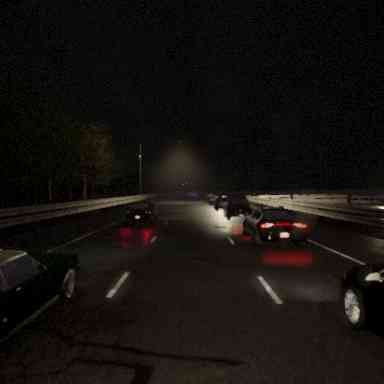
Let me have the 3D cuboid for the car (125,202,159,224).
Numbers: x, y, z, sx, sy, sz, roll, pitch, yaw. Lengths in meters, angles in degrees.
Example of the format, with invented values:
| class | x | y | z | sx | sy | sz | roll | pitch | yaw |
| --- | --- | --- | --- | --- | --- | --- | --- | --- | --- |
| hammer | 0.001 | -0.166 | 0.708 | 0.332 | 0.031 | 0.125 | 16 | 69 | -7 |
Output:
| class | x | y | z | sx | sy | sz | roll | pitch | yaw |
| --- | --- | --- | --- | --- | --- | --- | --- | --- | --- |
| car | -3.413 | 1.406 | 23.159 | 1.812 | 1.442 | 4.674 | 0 | 0 | 0 |

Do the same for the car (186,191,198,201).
| class | x | y | z | sx | sy | sz | roll | pitch | yaw |
| --- | --- | --- | --- | --- | --- | --- | --- | --- | --- |
| car | -0.028 | 0.727 | 68.341 | 2.150 | 2.045 | 5.566 | 0 | 0 | 0 |

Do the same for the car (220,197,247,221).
| class | x | y | z | sx | sy | sz | roll | pitch | yaw |
| --- | --- | --- | --- | --- | --- | --- | --- | --- | --- |
| car | 3.489 | 1.368 | 25.953 | 1.837 | 1.490 | 4.892 | 0 | 0 | 0 |

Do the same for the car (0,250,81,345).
| class | x | y | z | sx | sy | sz | roll | pitch | yaw |
| --- | --- | --- | --- | --- | --- | --- | --- | --- | --- |
| car | -3.405 | 1.576 | 5.324 | 1.895 | 1.301 | 4.718 | 0 | 0 | 0 |

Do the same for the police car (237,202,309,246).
| class | x | y | z | sx | sy | sz | roll | pitch | yaw |
| --- | --- | --- | --- | --- | --- | --- | --- | --- | --- |
| police car | 3.495 | 1.432 | 14.954 | 2.038 | 1.542 | 4.974 | 0 | 0 | 0 |

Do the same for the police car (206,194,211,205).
| class | x | y | z | sx | sy | sz | roll | pitch | yaw |
| --- | --- | --- | --- | --- | --- | --- | --- | --- | --- |
| police car | 3.480 | 1.214 | 47.952 | 2.038 | 1.542 | 4.974 | 0 | 0 | 0 |

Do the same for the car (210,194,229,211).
| class | x | y | z | sx | sy | sz | roll | pitch | yaw |
| --- | --- | --- | --- | --- | --- | --- | --- | --- | --- |
| car | 3.485 | 1.221 | 36.952 | 2.033 | 1.649 | 4.856 | 0 | 0 | 0 |

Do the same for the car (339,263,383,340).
| class | x | y | z | sx | sy | sz | roll | pitch | yaw |
| --- | --- | --- | --- | --- | --- | --- | --- | --- | --- |
| car | 3.499 | 1.485 | 3.954 | 1.837 | 1.490 | 4.892 | 0 | 0 | 0 |
